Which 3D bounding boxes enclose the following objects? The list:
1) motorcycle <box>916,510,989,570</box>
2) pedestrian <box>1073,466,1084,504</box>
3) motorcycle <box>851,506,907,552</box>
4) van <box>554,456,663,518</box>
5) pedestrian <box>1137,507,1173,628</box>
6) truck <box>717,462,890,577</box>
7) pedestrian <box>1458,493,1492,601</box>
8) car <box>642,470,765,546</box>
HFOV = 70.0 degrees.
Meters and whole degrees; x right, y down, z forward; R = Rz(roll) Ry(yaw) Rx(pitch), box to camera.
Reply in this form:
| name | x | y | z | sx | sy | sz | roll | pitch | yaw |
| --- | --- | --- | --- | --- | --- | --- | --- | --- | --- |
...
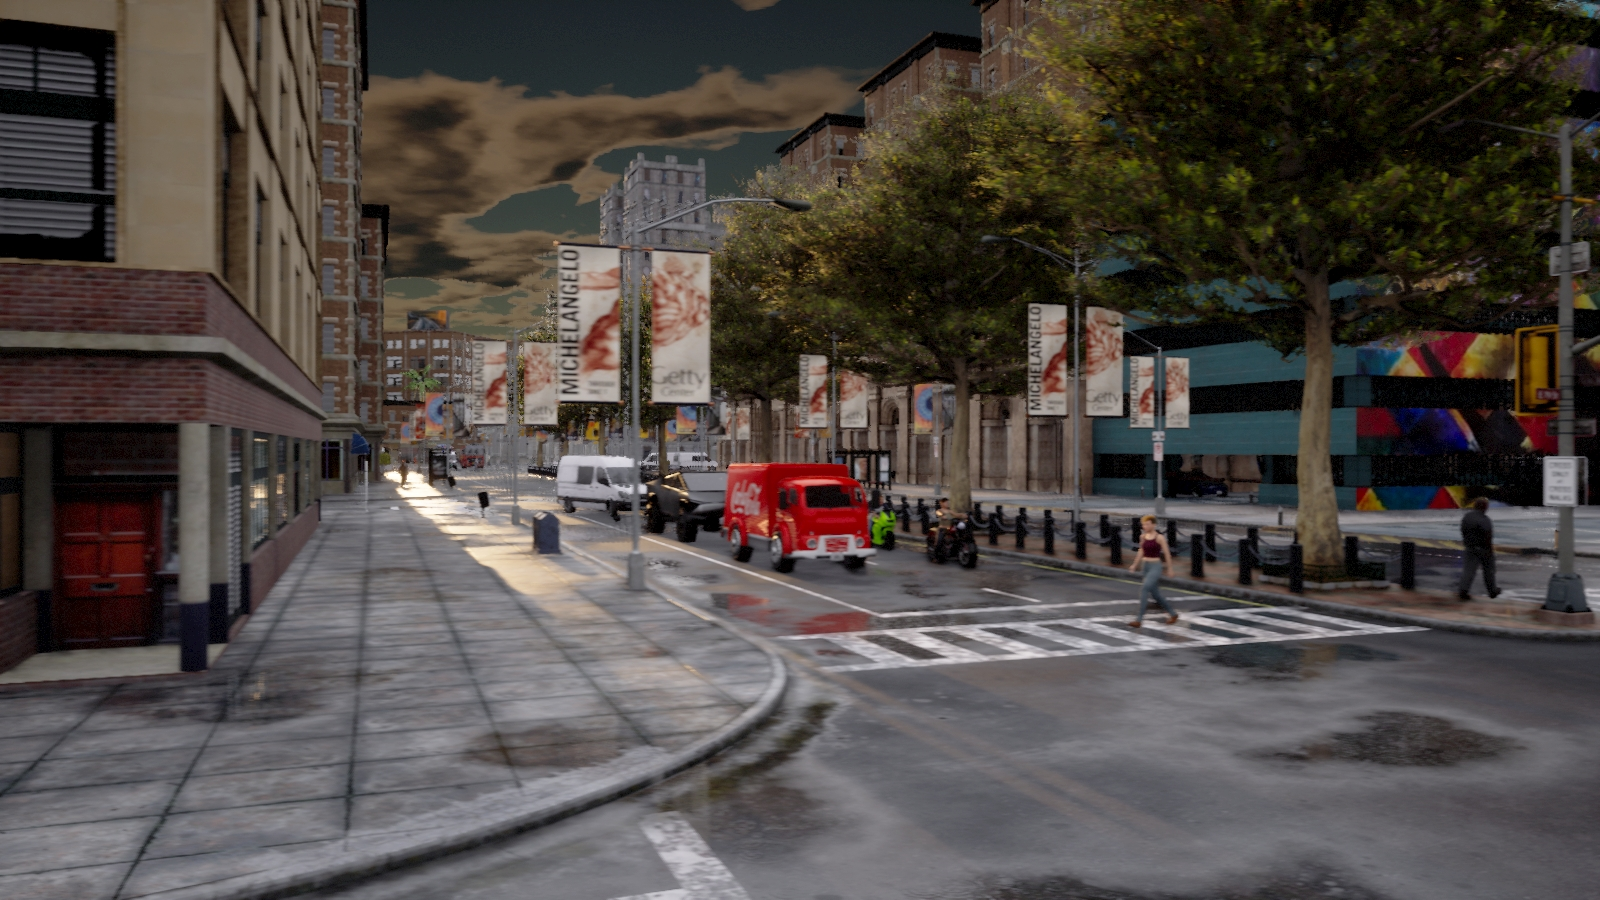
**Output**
| name | x | y | z | sx | sy | sz | roll | pitch | yaw |
| --- | --- | --- | --- | --- | --- | --- | --- | --- | --- |
| motorcycle | 3.708 | 2.168 | 28.063 | 0.764 | 1.277 | 2.356 | 0 | 0 | -20 |
| pedestrian | 13.583 | 1.692 | 55.772 | 0.375 | 1.860 | 0.375 | 0 | 0 | -19 |
| motorcycle | 2.211 | 2.212 | 32.126 | 0.803 | 1.145 | 2.033 | 0 | 0 | -20 |
| van | -8.447 | 1.533 | 49.978 | 1.988 | 2.561 | 5.915 | 0 | 0 | -40 |
| pedestrian | 5.617 | 1.847 | 18.082 | 0.375 | 1.860 | 0.375 | 0 | 0 | -27 |
| truck | -0.068 | 1.563 | 28.198 | 2.627 | 2.467 | 5.204 | 0 | 0 | -20 |
| pedestrian | 11.891 | 1.701 | 20.128 | 0.375 | 1.860 | 0.375 | 0 | 0 | -22 |
| car | -3.256 | 1.752 | 36.842 | 2.390 | 2.098 | 6.274 | 0 | 0 | -20 |
